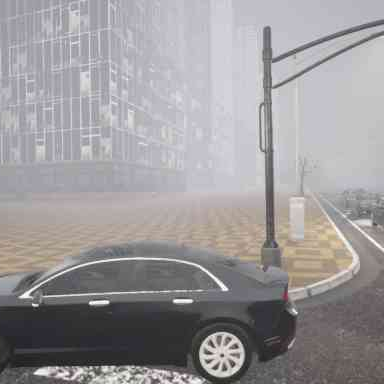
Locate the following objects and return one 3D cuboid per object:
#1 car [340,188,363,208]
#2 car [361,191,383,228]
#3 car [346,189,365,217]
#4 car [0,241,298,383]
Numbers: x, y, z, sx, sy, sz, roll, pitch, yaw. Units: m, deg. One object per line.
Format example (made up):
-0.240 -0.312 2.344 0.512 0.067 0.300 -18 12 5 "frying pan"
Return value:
13.125 0.454 26.732 2.128 1.511 4.902 -1 2 18 "car"
9.065 0.928 14.380 2.128 1.511 4.902 -1 2 18 "car"
11.122 0.759 20.671 1.994 1.385 4.181 -1 2 17 "car"
-1.039 1.505 4.758 4.892 1.490 1.837 0 0 0 "car"
